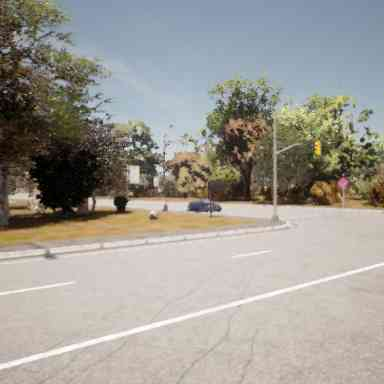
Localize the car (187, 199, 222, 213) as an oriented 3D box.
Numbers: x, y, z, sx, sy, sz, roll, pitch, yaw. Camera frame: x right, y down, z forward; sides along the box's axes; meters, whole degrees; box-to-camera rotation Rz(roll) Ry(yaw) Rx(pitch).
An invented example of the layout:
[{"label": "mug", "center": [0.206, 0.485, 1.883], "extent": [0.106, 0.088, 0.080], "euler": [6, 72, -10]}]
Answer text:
[{"label": "car", "center": [1.289, 1.438, 35.310], "extent": [1.994, 1.385, 4.181], "euler": [0, 0, -38]}]
